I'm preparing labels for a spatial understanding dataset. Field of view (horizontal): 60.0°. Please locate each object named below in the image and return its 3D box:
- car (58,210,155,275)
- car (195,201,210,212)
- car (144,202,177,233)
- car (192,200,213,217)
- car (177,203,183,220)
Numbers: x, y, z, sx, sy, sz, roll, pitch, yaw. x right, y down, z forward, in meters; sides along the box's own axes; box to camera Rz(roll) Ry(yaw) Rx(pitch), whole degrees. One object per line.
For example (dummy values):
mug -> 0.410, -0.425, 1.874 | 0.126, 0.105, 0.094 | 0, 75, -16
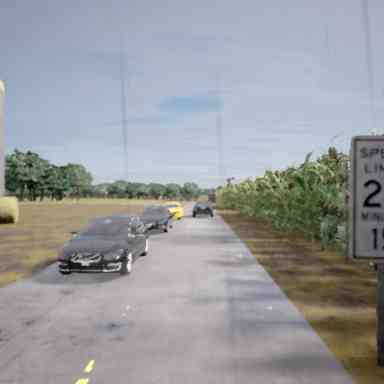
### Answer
car -> -2.549, 1.528, 10.593 | 1.837, 1.490, 4.892 | 0, 0, 2
car -> 1.556, 2.066, 47.743 | 2.033, 1.411, 5.357 | 0, -1, 2
car -> -2.219, 1.609, 20.547 | 1.837, 1.490, 4.892 | 0, -1, 2
car -> 1.162, 1.663, 35.008 | 2.097, 1.767, 4.553 | 0, -1, 2
car -> -1.849, 1.703, 30.751 | 1.882, 1.535, 5.008 | 0, -1, 2
